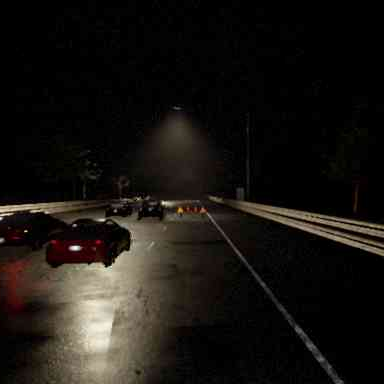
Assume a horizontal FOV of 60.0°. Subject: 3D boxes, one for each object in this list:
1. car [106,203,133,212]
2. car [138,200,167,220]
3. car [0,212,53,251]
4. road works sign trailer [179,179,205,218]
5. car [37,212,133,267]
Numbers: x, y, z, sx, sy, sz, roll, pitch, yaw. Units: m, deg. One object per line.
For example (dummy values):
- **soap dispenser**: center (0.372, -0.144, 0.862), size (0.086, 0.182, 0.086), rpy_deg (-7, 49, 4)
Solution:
- **car**: center (-6.907, 1.695, 31.949), size (1.994, 1.385, 4.181), rpy_deg (0, 0, 0)
- **car**: center (-3.408, 1.472, 29.267), size (2.097, 1.767, 4.553), rpy_deg (0, 0, 0)
- **car**: center (-6.904, 1.585, 14.322), size (1.812, 1.442, 4.674), rpy_deg (0, 0, 0)
- **road works sign trailer**: center (-0.009, 0.593, 31.390), size (2.380, 3.560, 2.880), rpy_deg (0, 0, 0)
- **car**: center (-3.401, 1.612, 11.681), size (1.994, 1.385, 4.181), rpy_deg (0, 0, 0)
